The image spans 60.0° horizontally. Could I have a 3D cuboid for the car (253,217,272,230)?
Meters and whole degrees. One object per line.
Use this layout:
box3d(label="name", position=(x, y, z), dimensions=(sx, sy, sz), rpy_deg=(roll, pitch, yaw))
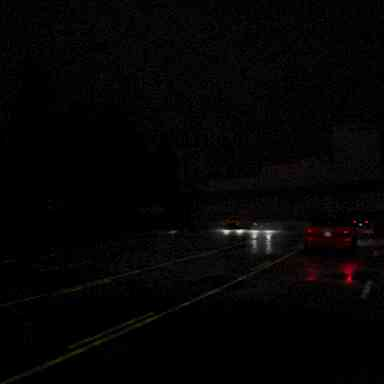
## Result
box3d(label="car", position=(7.985, 3.508, 37.297), dimensions=(1.812, 1.442, 4.674), rpy_deg=(-2, -4, 17))

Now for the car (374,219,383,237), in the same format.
box3d(label="car", position=(14.786, 2.612, 24.793), dimensions=(1.895, 1.301, 4.718), rpy_deg=(-2, -4, 23))

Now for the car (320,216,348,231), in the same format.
box3d(label="car", position=(14.846, 3.262, 35.026), dimensions=(2.033, 1.411, 5.357), rpy_deg=(-2, -4, 17))

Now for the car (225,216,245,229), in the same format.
box3d(label="car", position=(5.337, 3.742, 40.688), dimensions=(1.882, 1.535, 5.008), rpy_deg=(-2, -4, 15))

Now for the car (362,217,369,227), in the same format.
box3d(label="car", position=(19.896, 3.597, 40.296), dimensions=(1.895, 1.301, 4.718), rpy_deg=(-2, -4, 14))

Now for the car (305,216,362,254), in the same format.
box3d(label="car", position=(7.010, 1.963, 16.528), dimensions=(2.097, 1.767, 4.553), rpy_deg=(-3, -4, 29))
